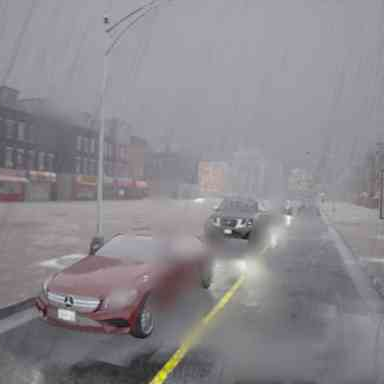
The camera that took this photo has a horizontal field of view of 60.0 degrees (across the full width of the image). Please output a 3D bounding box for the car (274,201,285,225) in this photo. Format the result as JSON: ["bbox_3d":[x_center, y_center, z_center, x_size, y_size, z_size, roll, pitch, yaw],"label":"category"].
[{"bbox_3d":[5.782,1.641,25.435,1.812,1.442,4.674,2,0,20],"label":"car"}]

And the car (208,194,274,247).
[{"bbox_3d":[2.394,1.260,15.994,2.150,2.045,5.566,2,0,20],"label":"car"}]

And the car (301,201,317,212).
[{"bbox_3d":[16.250,1.966,46.109,1.895,1.301,4.718,2,0,20],"label":"car"}]

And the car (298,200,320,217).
[{"bbox_3d":[12.573,1.641,35.735,2.097,1.767,4.553,2,0,21],"label":"car"}]

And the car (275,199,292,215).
[{"bbox_3d":[9.880,1.556,36.664,2.097,1.767,4.553,2,0,20],"label":"car"}]

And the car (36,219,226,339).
[{"bbox_3d":[-0.903,1.487,6.834,1.812,1.442,4.674,2,0,21],"label":"car"}]
